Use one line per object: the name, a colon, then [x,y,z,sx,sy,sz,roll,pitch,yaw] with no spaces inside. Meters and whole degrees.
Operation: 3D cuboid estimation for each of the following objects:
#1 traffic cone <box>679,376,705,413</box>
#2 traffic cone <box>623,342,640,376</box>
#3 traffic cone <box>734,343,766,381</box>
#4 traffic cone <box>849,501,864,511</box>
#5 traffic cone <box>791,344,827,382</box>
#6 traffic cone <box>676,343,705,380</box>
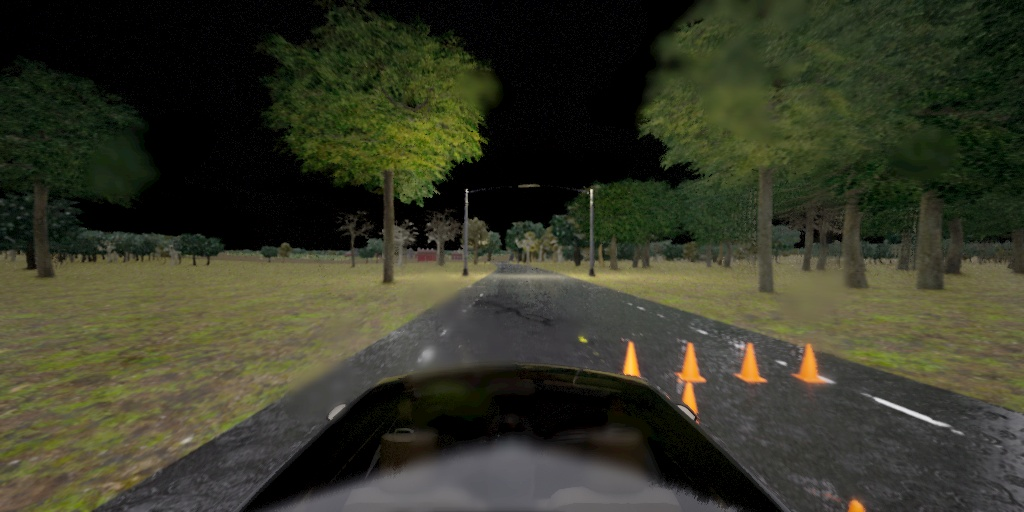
traffic cone: [2.004,1.740,4.071,0.340,0.580,0.340,0,0,0]
traffic cone: [2.014,1.757,6.071,0.340,0.580,0.340,0,0,0]
traffic cone: [4.014,1.772,6.061,0.340,0.580,0.340,0,0,0]
traffic cone: [1.994,1.724,2.072,0.340,0.580,0.340,0,0,0]
traffic cone: [5.013,1.779,6.056,0.340,0.580,0.340,0,0,0]
traffic cone: [3.014,1.764,6.066,0.340,0.580,0.340,0,0,0]
